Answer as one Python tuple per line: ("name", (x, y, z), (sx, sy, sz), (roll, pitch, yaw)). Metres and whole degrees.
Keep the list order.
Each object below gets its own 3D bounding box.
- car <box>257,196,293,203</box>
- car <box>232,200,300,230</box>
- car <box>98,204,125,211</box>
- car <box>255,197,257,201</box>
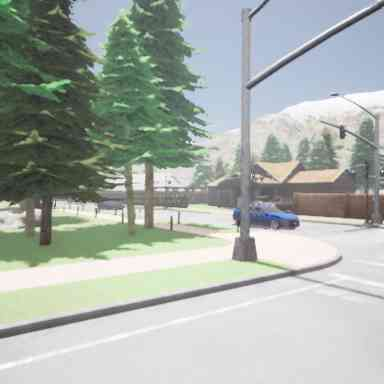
("car", (9.886, 1.431, 37.335), (4.605, 1.855, 1.932), (1, 0, -37))
("car", (4.898, 1.618, 22.531), (1.882, 1.535, 5.008), (1, 1, -37))
("car", (-10.574, 1.457, 43.513), (2.097, 1.767, 4.553), (1, 0, -37))
("car", (8.069, 1.429, 39.116), (3.866, 1.878, 1.905), (1, 0, -37))
